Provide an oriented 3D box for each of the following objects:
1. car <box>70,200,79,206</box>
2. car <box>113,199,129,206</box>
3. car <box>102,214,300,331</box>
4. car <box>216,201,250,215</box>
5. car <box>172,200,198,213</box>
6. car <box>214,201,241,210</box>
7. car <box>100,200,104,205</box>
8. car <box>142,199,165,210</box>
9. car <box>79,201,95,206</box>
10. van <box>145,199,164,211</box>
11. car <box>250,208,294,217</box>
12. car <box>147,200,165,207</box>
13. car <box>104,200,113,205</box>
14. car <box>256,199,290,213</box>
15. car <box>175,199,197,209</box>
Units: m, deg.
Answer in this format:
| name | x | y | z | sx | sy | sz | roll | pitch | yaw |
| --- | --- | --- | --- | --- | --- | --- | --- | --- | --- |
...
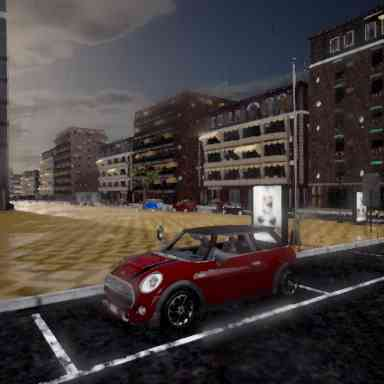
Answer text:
| name | x | y | z | sx | sy | sz | roll | pitch | yaw |
| --- | --- | --- | --- | --- | --- | --- | --- | --- | --- |
| car | -30.746 | 2.860 | 87.247 | 1.887 | 1.381 | 4.507 | -2 | 0 | -36 |
| car | -17.428 | 2.527 | 83.141 | 1.967 | 1.590 | 4.097 | -2 | 0 | -36 |
| car | 0.294 | 1.438 | 6.779 | 4.097 | 1.590 | 1.967 | 0 | 0 | -35 |
| car | 5.082 | 1.967 | 37.554 | 2.008 | 1.369 | 4.403 | -2 | 0 | -36 |
| car | -0.999 | 2.113 | 46.028 | 1.887 | 1.381 | 4.507 | -2 | 0 | -36 |
| car | 5.505 | 2.095 | 51.614 | 1.802 | 1.307 | 4.206 | -2 | 0 | -36 |
| car | -23.958 | 2.796 | 92.162 | 1.887 | 1.381 | 4.507 | -2 | 0 | -36 |
| car | -6.888 | 2.156 | 58.906 | 2.097 | 1.767 | 4.553 | -1 | -1 | -36 |
| car | -24.212 | 2.702 | 78.226 | 2.008 | 1.369 | 4.403 | -2 | 0 | -36 |
| van | -5.920 | 2.033 | 52.913 | 1.690 | 1.788 | 3.998 | -2 | 0 | -36 |
| car | 8.349 | 1.886 | 33.044 | 2.008 | 1.369 | 4.403 | -2 | 0 | -36 |
| car | -7.625 | 2.423 | 69.609 | 1.802 | 1.307 | 4.206 | -2 | 0 | -36 |
| car | -20.691 | 2.735 | 87.651 | 1.947 | 1.339 | 4.313 | -2 | 0 | -36 |
| car | 10.764 | 1.823 | 44.433 | 1.967 | 1.590 | 4.097 | -2 | 0 | -36 |
| car | -1.092 | 2.118 | 60.591 | 1.967 | 1.590 | 4.097 | -2 | 0 | -36 |
